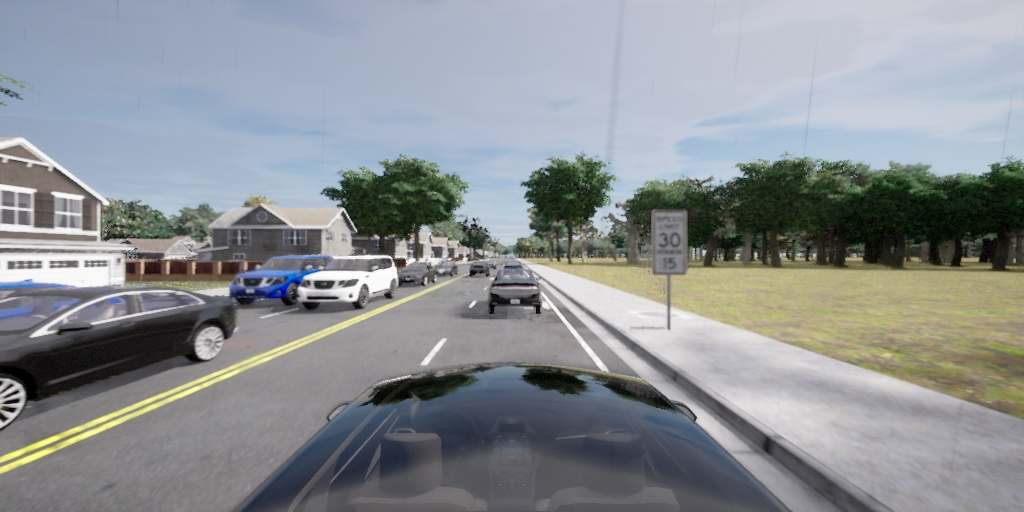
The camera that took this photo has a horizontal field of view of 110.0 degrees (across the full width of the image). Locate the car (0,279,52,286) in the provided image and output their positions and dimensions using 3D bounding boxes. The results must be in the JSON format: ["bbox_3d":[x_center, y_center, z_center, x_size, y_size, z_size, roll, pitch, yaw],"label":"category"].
[{"bbox_3d":[-9.834,1.228,6.462,1.882,1.535,5.008,0,0,1],"label":"car"}]

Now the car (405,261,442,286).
[{"bbox_3d":[-6.544,1.258,25.098,1.837,1.490,4.892,0,0,1],"label":"car"}]

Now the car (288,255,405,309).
[{"bbox_3d":[-6.590,0.973,15.232,2.150,2.045,5.566,0,0,0],"label":"car"}]

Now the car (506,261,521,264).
[{"bbox_3d":[0.113,1.232,35.922,1.882,1.535,5.008,0,0,0],"label":"car"}]

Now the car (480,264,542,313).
[{"bbox_3d":[0.105,1.243,13.911,2.128,1.511,4.902,0,0,0],"label":"car"}]

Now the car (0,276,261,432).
[{"bbox_3d":[-6.598,1.242,5.376,2.128,1.511,4.902,0,0,0],"label":"car"}]

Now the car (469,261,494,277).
[{"bbox_3d":[-3.137,1.259,35.782,1.837,1.490,4.892,0,0,0],"label":"car"}]

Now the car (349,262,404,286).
[{"bbox_3d":[-9.780,1.245,26.326,2.128,1.511,4.902,0,0,1],"label":"car"}]

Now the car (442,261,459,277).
[{"bbox_3d":[-6.534,1.244,35.792,2.128,1.511,4.902,0,0,0],"label":"car"}]

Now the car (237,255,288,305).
[{"bbox_3d":[-9.833,0.973,16.267,2.150,2.045,5.566,0,0,0],"label":"car"}]

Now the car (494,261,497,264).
[{"bbox_3d":[-3.140,1.358,52.580,1.895,1.301,4.718,0,0,0],"label":"car"}]
